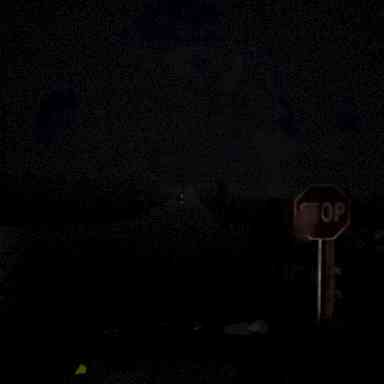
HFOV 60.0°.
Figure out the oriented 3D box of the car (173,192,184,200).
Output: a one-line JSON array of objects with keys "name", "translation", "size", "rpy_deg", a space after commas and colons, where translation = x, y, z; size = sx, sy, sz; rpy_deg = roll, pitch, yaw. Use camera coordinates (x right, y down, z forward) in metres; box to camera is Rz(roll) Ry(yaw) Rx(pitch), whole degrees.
[{"name": "car", "translation": [-2.726, 0.712, 66.145], "size": [2.097, 1.767, 4.553], "rpy_deg": [0, 1, 0]}]
